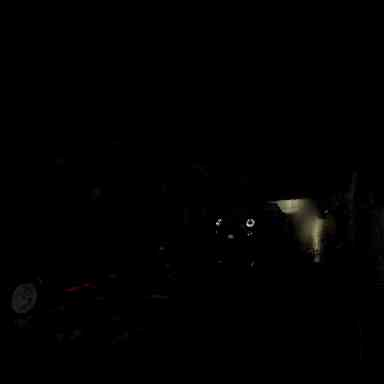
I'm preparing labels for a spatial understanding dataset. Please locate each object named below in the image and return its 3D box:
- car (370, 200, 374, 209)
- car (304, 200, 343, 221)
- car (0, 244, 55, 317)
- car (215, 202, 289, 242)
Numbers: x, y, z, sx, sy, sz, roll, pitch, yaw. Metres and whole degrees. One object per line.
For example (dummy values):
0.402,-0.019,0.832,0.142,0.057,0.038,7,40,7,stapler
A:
20.047,1.340,39.088,1.812,1.442,4.674,-3,-2,37,car
10.416,1.388,26.217,1.882,1.535,5.008,-3,-1,37,car
-4.505,1.526,5.145,1.882,1.535,5.008,-2,-1,24,car
2.984,1.340,16.211,2.097,1.767,4.553,-3,-1,37,car
